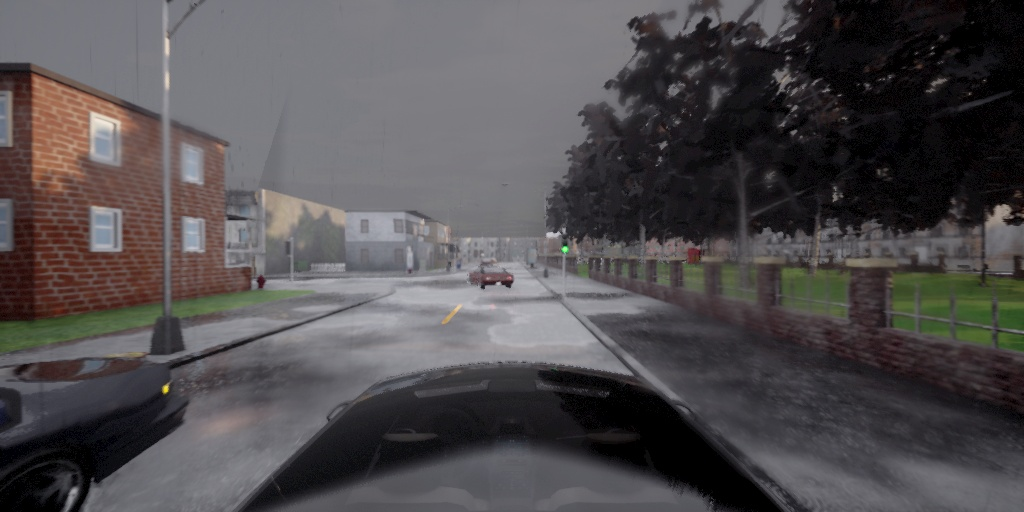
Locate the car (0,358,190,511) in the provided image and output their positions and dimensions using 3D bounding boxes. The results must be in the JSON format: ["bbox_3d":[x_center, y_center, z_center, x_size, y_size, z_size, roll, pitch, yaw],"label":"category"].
[{"bbox_3d":[-4.088,1.315,1.078,2.033,1.411,5.357,0,0,0],"label":"car"}]

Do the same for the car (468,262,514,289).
[{"bbox_3d":[-1.445,1.277,22.293,1.895,1.301,4.718,0,0,-18],"label":"car"}]

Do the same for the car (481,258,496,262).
[{"bbox_3d":[-4.099,1.019,59.761,1.882,1.535,5.008,0,0,1],"label":"car"}]
